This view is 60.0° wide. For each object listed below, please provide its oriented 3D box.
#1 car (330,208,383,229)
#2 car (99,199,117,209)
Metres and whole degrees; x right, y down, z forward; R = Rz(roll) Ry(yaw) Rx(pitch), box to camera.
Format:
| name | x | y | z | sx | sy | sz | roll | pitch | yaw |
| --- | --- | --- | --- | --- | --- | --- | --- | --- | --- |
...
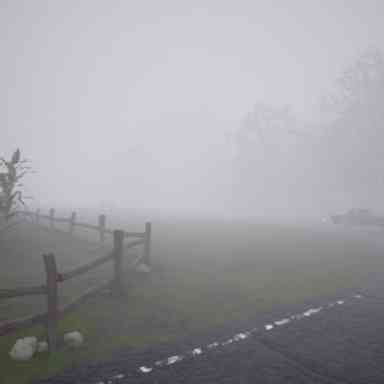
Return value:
| name | x | y | z | sx | sy | sz | roll | pitch | yaw |
| --- | --- | --- | --- | --- | --- | --- | --- | --- | --- |
| car | 11.042 | 1.651 | 20.205 | 1.895 | 1.301 | 4.718 | 1 | -1 | -36 |
| car | -13.945 | 1.972 | 55.022 | 1.812 | 1.442 | 4.674 | 1 | -1 | -36 |
